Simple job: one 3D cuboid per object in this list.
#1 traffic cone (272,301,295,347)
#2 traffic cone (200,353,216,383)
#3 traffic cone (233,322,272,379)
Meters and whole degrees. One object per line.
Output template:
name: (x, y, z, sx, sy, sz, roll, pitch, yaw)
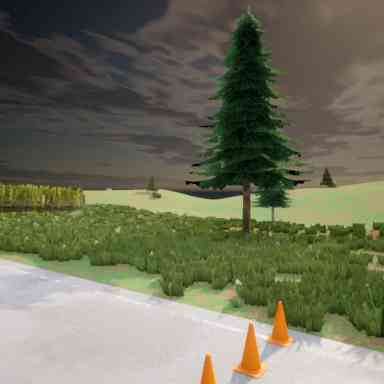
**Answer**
traffic cone: (1.336, 1.955, 5.038, 0.340, 0.580, 0.340, 0, 0, 36)
traffic cone: (0.167, 1.955, 3.415, 0.340, 0.580, 0.340, 0, 0, 36)
traffic cone: (0.751, 1.955, 4.226, 0.340, 0.580, 0.340, 0, 0, 36)
